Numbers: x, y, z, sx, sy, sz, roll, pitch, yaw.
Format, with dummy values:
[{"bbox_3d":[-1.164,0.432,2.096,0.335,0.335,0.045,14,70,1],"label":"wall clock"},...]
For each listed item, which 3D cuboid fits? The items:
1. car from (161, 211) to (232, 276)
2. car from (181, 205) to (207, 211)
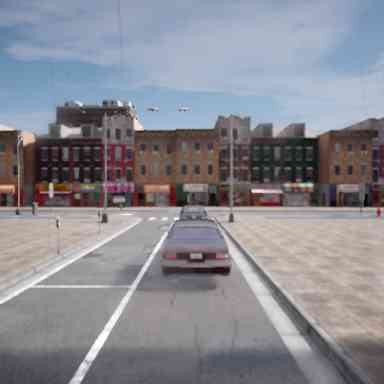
[{"bbox_3d":[0.098,1.533,10.238,2.033,1.411,5.357,0,0,0],"label":"car"},{"bbox_3d":[0.071,1.518,21.404,2.033,1.411,5.357,0,0,-1],"label":"car"}]
